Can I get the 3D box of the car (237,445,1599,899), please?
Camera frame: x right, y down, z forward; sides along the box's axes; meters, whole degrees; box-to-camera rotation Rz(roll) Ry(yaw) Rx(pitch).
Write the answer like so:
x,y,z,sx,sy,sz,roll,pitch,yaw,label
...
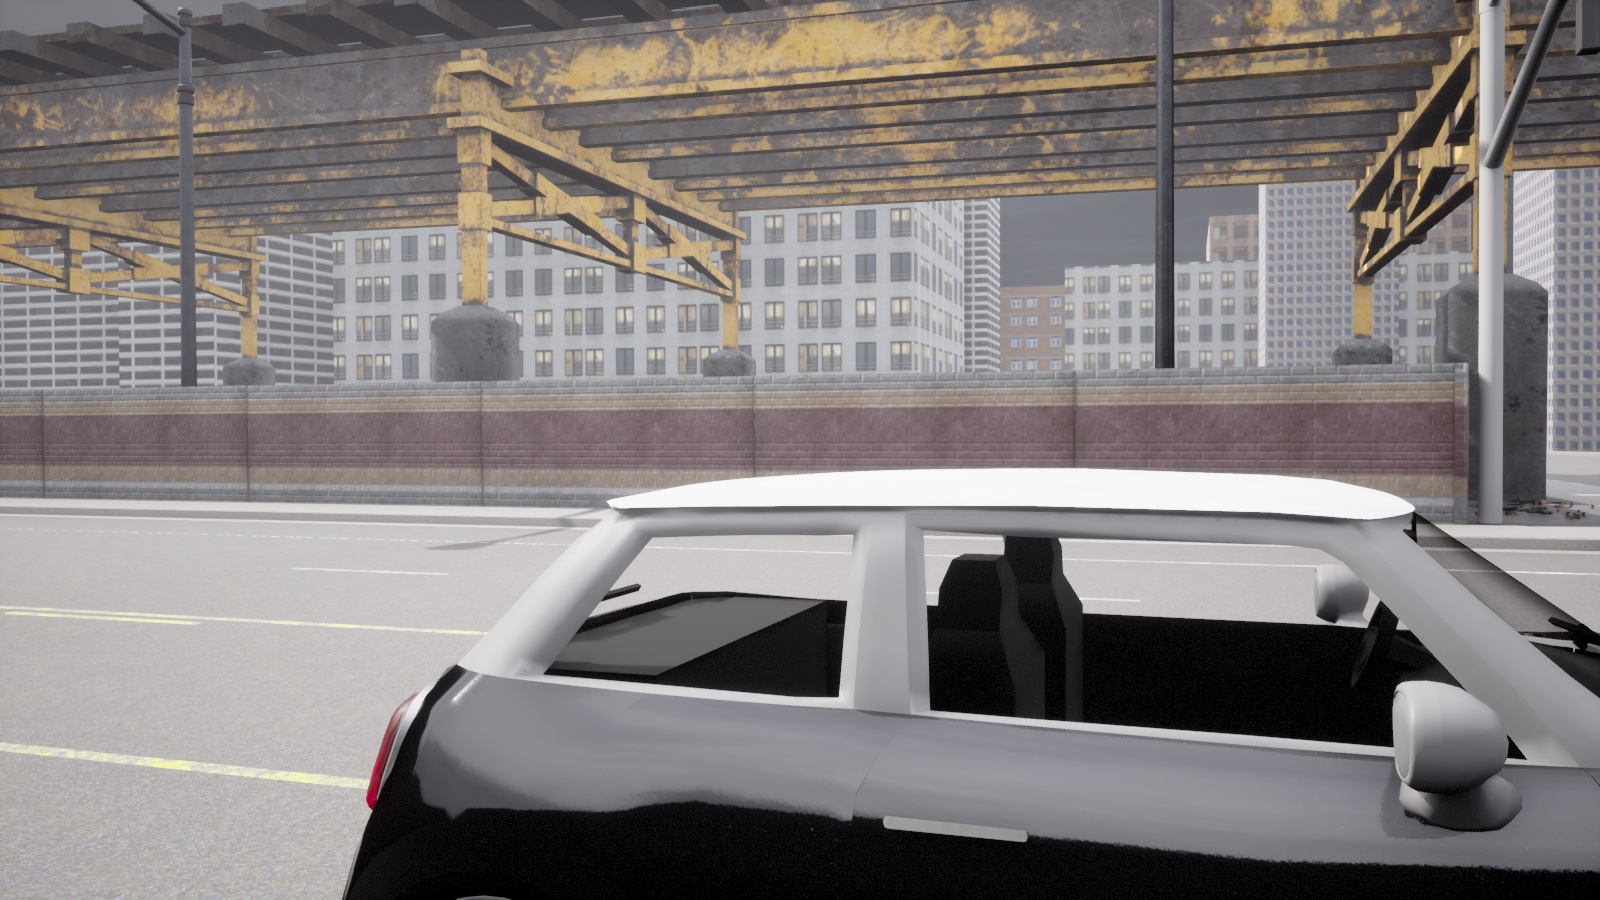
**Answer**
x,y,z,sx,sy,sz,roll,pitch,yaw,label
0.986,0.750,2.861,3.806,1.475,1.970,1,1,18,car
